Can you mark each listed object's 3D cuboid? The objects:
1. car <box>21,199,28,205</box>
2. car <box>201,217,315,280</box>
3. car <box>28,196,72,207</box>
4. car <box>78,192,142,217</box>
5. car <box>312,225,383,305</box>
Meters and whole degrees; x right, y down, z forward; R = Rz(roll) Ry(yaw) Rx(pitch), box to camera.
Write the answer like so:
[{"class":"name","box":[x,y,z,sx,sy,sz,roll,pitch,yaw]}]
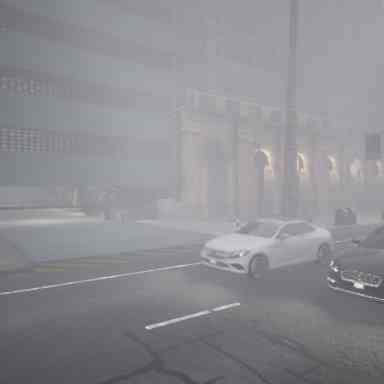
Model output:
[{"class":"car","box":[-24.934,1.413,53.572,4.786,1.482,2.161,0,0,-36]},{"class":"car","box":[2.442,1.526,10.056,4.674,1.442,1.812,0,0,-36]},{"class":"car","box":[-18.528,1.463,43.891,4.718,1.301,1.895,0,0,-36]},{"class":"car","box":[-7.097,1.029,29.324,5.566,2.045,2.435,0,0,-36]},{"class":"car","box":[5.096,1.505,7.652,4.892,1.490,1.837,0,0,-36]}]
